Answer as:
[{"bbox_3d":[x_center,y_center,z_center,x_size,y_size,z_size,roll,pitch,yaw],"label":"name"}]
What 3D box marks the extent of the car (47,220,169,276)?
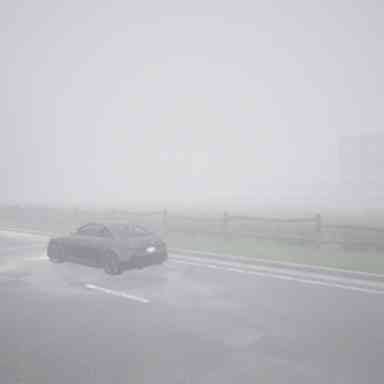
[{"bbox_3d":[-2.764,1.605,10.584,4.181,1.385,1.994,0,0,37],"label":"car"}]
